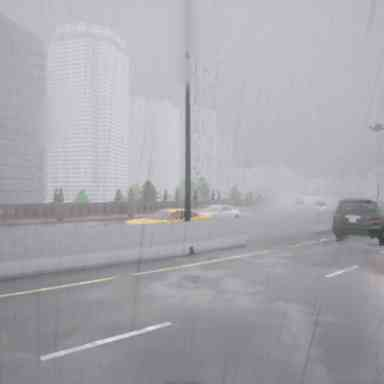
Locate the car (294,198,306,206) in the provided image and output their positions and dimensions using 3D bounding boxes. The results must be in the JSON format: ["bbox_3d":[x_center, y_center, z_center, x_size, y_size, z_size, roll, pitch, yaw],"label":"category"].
[{"bbox_3d":[21.159,1.941,65.329,1.837,1.490,4.892,0,0,16],"label":"car"}]

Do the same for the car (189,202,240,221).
[{"bbox_3d":[2.129,1.686,29.940,2.128,1.511,4.902,0,0,41],"label":"car"}]

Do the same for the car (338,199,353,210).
[{"bbox_3d":[22.965,1.824,49.794,1.882,1.535,5.008,0,0,24],"label":"car"}]

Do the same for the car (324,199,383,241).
[{"bbox_3d":[8.856,1.338,16.342,2.150,2.045,5.566,0,0,45],"label":"car"}]

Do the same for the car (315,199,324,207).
[{"bbox_3d":[22.871,1.969,59.105,1.994,1.385,4.181,0,0,19],"label":"car"}]

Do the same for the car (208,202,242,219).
[{"bbox_3d":[1.841,1.685,24.472,1.812,1.442,4.674,0,0,43],"label":"car"}]

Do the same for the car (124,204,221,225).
[{"bbox_3d":[-1.093,1.585,16.861,5.008,1.535,1.882,0,0,-42],"label":"car"}]

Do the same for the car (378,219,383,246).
[{"bbox_3d":[7.783,1.604,10.495,4.674,1.442,1.812,0,0,-42],"label":"car"}]
